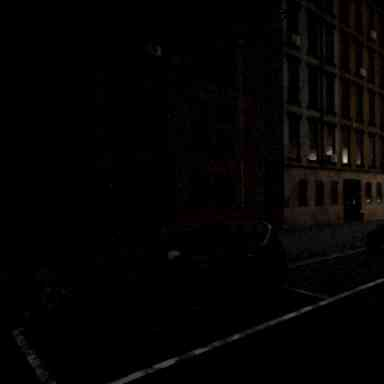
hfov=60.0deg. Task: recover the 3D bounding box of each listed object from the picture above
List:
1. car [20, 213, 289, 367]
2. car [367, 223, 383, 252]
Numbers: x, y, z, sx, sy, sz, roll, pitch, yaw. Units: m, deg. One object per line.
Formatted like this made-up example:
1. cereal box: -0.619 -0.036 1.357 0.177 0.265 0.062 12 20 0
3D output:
1. car: -0.278 1.374 6.114 5.009 1.841 2.192 0 -1 -38
2. car: 8.615 1.608 13.178 4.313 1.339 1.947 0 -1 -38
